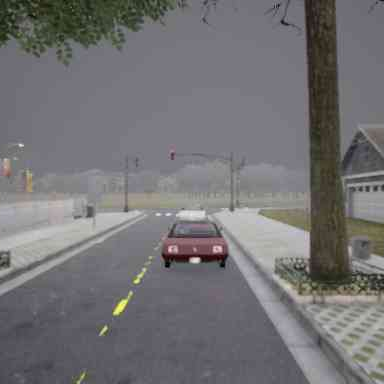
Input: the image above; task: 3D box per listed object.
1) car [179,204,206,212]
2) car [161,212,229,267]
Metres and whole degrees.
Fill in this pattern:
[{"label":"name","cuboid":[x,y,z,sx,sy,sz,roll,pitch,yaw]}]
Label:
[{"label":"car","cuboid":[0.095,1.578,25.337,1.895,1.301,4.718,0,0,3]},{"label":"car","cuboid":[0.096,1.575,11.269,1.895,1.301,4.718,0,0,0]}]
